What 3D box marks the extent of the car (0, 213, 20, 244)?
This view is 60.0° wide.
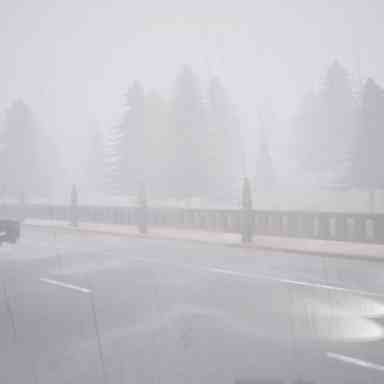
[{"bbox_3d":[-9.928,1.612,15.393,5.008,1.535,1.882,0,0,36],"label":"car"}]
